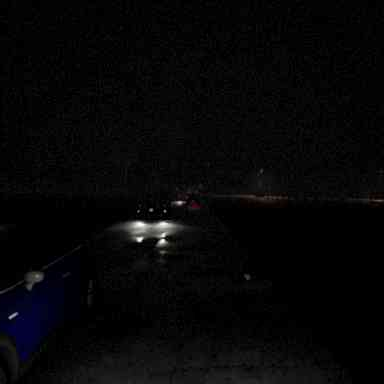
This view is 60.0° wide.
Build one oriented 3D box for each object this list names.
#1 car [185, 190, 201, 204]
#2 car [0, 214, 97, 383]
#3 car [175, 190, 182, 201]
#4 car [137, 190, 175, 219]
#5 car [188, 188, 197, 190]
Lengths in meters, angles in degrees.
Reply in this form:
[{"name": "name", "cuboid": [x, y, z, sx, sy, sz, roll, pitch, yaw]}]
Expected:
[{"name": "car", "cuboid": [0.171, 0.822, 44.459, 1.837, 1.490, 4.892, 0, 1, 0]}, {"name": "car", "cuboid": [-2.842, 1.283, 4.374, 2.097, 1.767, 4.553, 0, 1, 0]}, {"name": "car", "cuboid": [-2.672, 0.525, 52.982, 2.097, 1.767, 4.553, 0, 1, 0]}, {"name": "car", "cuboid": [-2.727, 0.844, 25.231, 2.150, 2.045, 5.566, 0, 0, 0]}, {"name": "car", "cuboid": [0.107, 0.178, 66.233, 2.150, 2.045, 5.566, 0, 1, 0]}]
